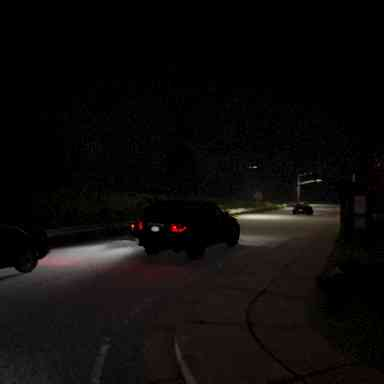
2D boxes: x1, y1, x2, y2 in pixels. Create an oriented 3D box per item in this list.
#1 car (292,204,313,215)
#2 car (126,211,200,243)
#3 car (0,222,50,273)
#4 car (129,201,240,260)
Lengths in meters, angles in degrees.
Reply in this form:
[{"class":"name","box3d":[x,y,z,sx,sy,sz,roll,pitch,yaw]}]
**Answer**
[{"class":"car","box3d":[13.518,2.097,40.501,1.994,1.385,4.181,0,-1,26]},{"class":"car","box3d":[-1.394,1.794,18.292,1.895,1.301,4.718,0,-1,26]},{"class":"car","box3d":[-6.096,1.549,8.680,2.128,1.511,4.902,0,-1,25]},{"class":"car","box3d":[0.074,1.372,13.518,2.150,2.045,5.566,0,-1,29]}]
